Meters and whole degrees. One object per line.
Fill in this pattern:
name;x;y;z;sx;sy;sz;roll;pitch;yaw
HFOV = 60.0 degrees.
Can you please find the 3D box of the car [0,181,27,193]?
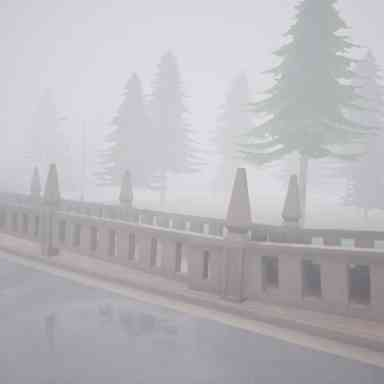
car;-21.259;-0.478;37.412;1.882;1.535;5.008;4;3;37
